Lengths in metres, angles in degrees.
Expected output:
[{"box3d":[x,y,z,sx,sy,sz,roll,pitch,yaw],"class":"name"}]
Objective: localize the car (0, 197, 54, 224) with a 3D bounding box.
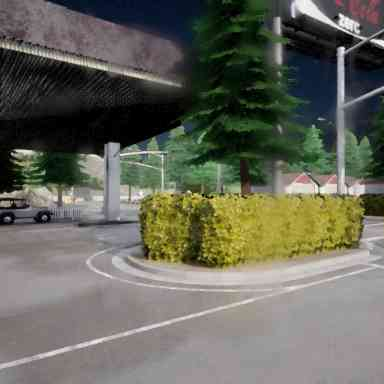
[{"box3d":[-11.986,1.313,23.468,3.866,1.878,1.905,0,0,-36],"class":"car"}]
